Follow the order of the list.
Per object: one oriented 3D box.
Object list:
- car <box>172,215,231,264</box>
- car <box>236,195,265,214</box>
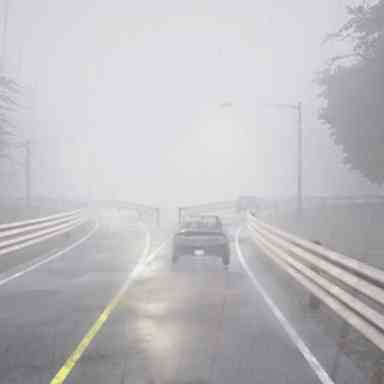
[{"bbox_3d":[0.404,1.596,12.305,2.128,1.511,4.902,0,0,4],"label":"car"},{"bbox_3d":[6.505,1.371,36.706,2.150,2.045,5.566,0,0,25],"label":"car"}]
